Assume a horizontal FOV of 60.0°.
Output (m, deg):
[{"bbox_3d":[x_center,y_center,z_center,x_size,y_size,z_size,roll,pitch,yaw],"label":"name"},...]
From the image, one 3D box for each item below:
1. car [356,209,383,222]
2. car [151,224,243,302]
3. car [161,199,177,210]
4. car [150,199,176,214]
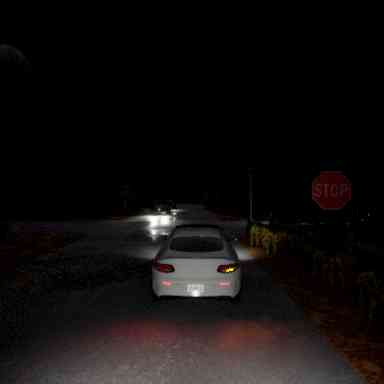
[{"bbox_3d":[13.546,1.551,22.188,4.718,1.301,1.895,0,0,0],"label":"car"},{"bbox_3d":[0.137,1.508,8.132,1.812,1.442,4.674,0,0,2],"label":"car"},{"bbox_3d":[-3.135,1.674,46.019,1.812,1.442,4.674,0,-1,0],"label":"car"},{"bbox_3d":[-3.162,1.461,34.496,2.128,1.511,4.902,0,-1,0],"label":"car"}]
